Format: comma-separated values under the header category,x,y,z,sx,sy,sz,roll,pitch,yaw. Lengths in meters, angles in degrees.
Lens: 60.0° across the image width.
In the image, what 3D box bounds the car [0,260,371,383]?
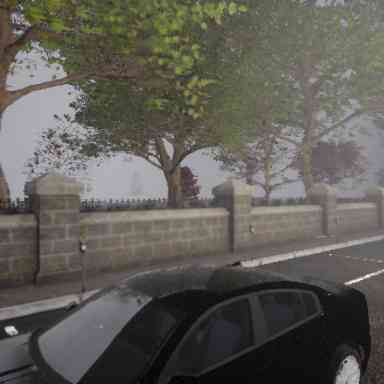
category,x,y,z,sx,sy,sz,roll,pitch,yaw
car,-0.126,1.530,3.184,5.008,1.535,1.882,0,-1,-40
